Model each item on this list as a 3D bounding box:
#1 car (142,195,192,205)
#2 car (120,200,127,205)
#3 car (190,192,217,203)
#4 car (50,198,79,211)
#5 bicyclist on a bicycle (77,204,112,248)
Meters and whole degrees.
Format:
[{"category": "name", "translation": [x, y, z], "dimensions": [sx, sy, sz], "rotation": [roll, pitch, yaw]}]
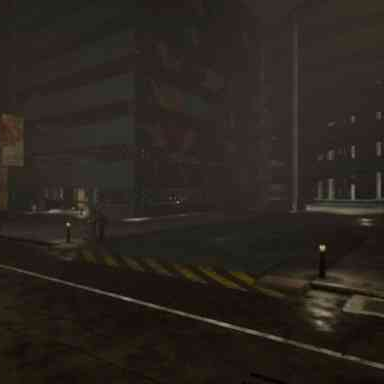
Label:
[{"category": "car", "translation": [-2.712, 1.304, 34.498], "dimensions": [4.674, 1.452, 2.002], "rotation": [0, 0, 35]}, {"category": "car", "translation": [-8.033, 1.438, 47.401], "dimensions": [4.718, 1.301, 1.895], "rotation": [0, 0, 35]}, {"category": "car", "translation": [1.944, 1.003, 63.001], "dimensions": [5.566, 2.045, 2.435], "rotation": [0, 0, 35]}, {"category": "car", "translation": [-15.055, 1.389, 38.158], "dimensions": [4.786, 1.482, 2.161], "rotation": [0, 0, 35]}, {"category": "bicyclist on a bicycle", "translation": [-3.698, 1.289, 12.762], "dimensions": [0.582, 1.620, 1.656], "rotation": [0, -1, 35]}]
